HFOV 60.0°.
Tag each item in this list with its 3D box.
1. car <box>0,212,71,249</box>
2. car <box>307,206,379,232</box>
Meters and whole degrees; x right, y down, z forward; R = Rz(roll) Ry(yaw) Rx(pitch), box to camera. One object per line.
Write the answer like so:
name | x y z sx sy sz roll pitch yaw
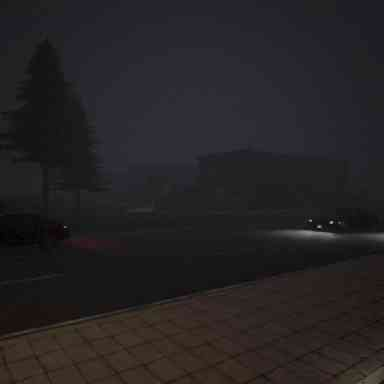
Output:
car | -7.189 1.530 12.977 4.674 1.442 1.812 0 0 -36
car | 9.424 1.588 20.451 5.357 1.411 2.033 0 0 -35
